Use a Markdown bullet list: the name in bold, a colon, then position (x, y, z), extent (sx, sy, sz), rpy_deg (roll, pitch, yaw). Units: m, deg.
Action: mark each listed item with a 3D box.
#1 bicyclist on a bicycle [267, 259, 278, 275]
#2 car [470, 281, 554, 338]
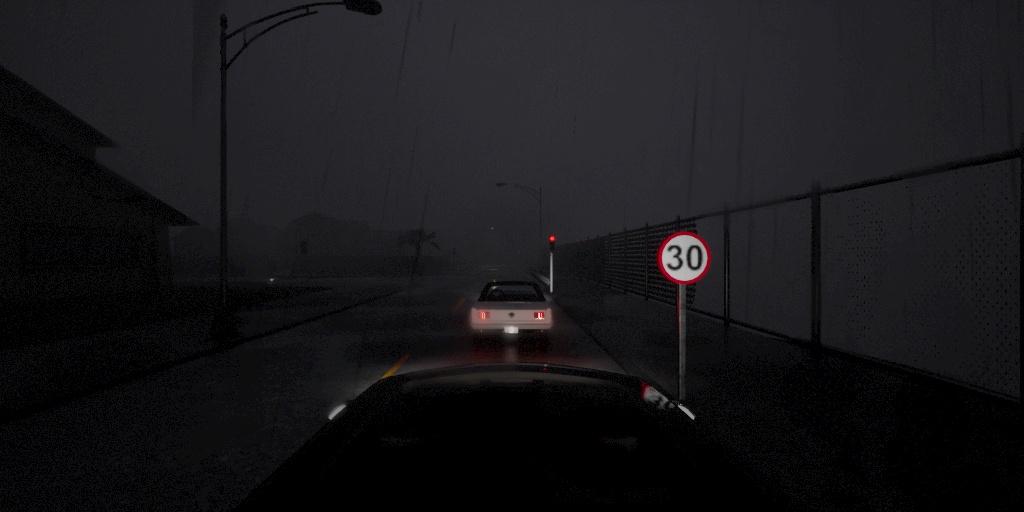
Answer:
- **bicyclist on a bicycle**: position (-24.324, 1.099, 36.471), extent (0.582, 1.620, 1.656), rpy_deg (0, 0, 0)
- **car**: position (-0.002, 1.351, 10.163), extent (1.895, 1.301, 4.718), rpy_deg (0, 0, 0)
